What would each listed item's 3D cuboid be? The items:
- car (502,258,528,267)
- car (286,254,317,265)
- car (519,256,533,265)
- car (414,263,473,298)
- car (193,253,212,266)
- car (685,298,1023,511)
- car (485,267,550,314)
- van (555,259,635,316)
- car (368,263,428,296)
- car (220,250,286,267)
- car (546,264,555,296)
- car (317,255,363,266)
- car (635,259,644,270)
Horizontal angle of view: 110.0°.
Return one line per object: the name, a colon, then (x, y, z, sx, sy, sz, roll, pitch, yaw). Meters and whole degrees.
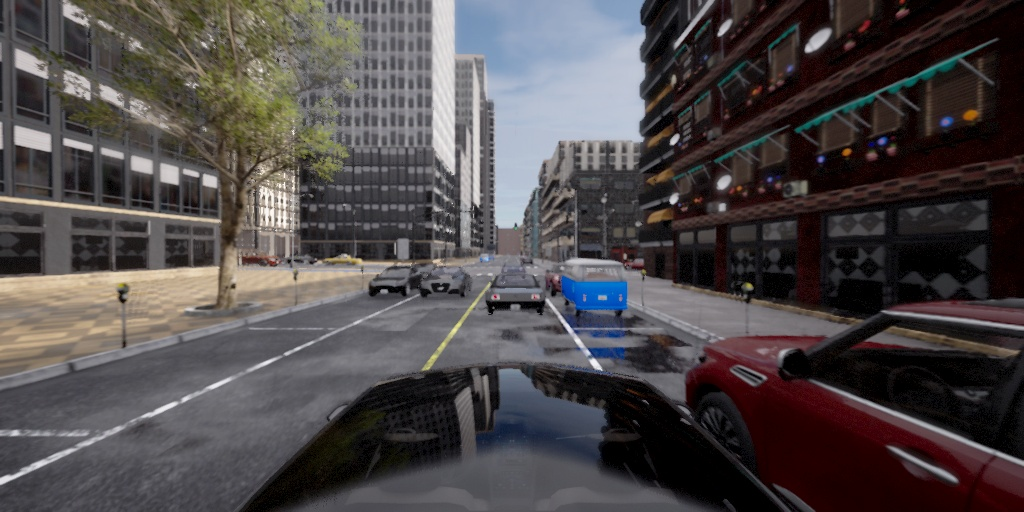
car: (0.070, 1.117, 29.988, 1.895, 1.301, 4.718, 0, 0, -1)
car: (-27.441, 0.447, 46.301, 4.313, 1.339, 1.948, 0, 0, -1)
car: (2.757, 0.816, 62.968, 1.948, 1.339, 4.313, 0, 0, 0)
car: (-3.050, 1.184, 17.335, 1.994, 1.385, 4.181, 0, 0, 0)
car: (-32.966, 0.437, 37.863, 4.313, 1.339, 1.948, 0, 0, -1)
car: (2.690, 1.067, 1.427, 2.192, 1.841, 5.009, 0, 0, 0)
car: (0.113, 1.256, 13.129, 1.895, 1.301, 4.718, 0, 0, 0)
van: (2.702, 1.001, 12.529, 1.690, 1.789, 3.998, 0, 0, 0)
car: (-5.672, 1.179, 18.088, 1.948, 1.339, 4.313, 0, 0, 0)
car: (-27.347, 0.291, 37.921, 5.009, 1.841, 2.192, 0, 0, -1)
car: (2.708, 1.054, 18.079, 1.967, 1.591, 4.097, 0, 0, 0)
car: (-21.996, 0.511, 46.445, 4.829, 1.417, 1.751, 0, 0, -1)
car: (16.061, 1.138, 46.753, 4.097, 1.591, 1.967, 0, 0, -1)
